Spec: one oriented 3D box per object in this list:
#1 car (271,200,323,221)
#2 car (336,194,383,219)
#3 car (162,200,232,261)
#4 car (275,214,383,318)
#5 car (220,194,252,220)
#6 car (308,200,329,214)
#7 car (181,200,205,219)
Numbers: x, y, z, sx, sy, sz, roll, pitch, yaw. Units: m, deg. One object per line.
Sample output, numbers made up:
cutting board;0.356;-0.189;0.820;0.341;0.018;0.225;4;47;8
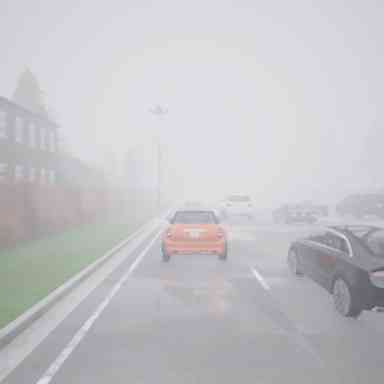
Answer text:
car;7.078;1.488;23.535;2.033;1.411;5.357;0;0;0
car;14.087;1.152;27.727;2.150;2.045;5.566;0;0;0
car;0.088;1.320;12.301;2.097;1.767;4.553;0;0;0
car;3.575;1.473;7.339;2.128;1.511;4.902;0;0;0
car;3.587;1.152;27.648;2.150;2.045;5.566;0;0;0
car;10.586;1.451;29.640;1.812;1.442;4.674;0;0;0
car;0.086;1.489;29.277;1.994;1.385;4.181;0;0;0
